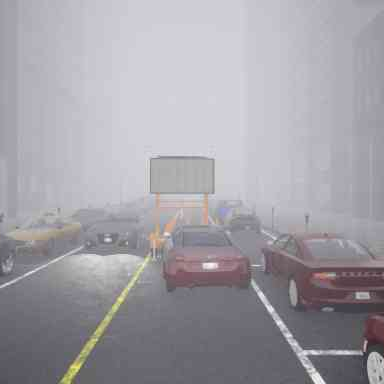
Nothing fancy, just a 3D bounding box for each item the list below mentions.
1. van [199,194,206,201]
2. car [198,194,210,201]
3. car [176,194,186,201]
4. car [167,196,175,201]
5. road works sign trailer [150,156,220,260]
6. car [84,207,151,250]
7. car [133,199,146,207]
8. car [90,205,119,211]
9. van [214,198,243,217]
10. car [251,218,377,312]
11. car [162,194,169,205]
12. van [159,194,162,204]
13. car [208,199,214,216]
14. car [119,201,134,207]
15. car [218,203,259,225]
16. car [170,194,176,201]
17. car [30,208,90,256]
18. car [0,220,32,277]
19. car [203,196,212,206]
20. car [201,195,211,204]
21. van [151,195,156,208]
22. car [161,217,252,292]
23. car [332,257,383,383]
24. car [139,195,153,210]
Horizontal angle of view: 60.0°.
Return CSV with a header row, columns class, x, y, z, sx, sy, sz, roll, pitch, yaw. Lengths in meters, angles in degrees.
class,x,y,z,sx,sy,sz,roll,pitch,yaw
van,2.864,1.437,92.164,1.690,1.788,3.998,0,0,0
car,2.832,1.362,63.983,2.192,1.841,5.009,0,0,0
car,-2.908,1.639,81.304,1.994,1.385,4.181,0,0,0
car,-5.660,1.662,92.161,1.947,1.339,4.313,0,0,0
road works sign trailer,-0.377,0.466,12.465,2.380,3.560,2.880,0,0,-5
car,-3.085,1.566,14.159,1.994,1.385,4.181,0,0,0
car,-5.730,1.576,30.159,1.947,1.339,4.313,0,0,0
car,-5.743,1.570,18.885,1.947,1.339,4.313,0,0,0
van,2.788,1.348,24.529,1.690,1.788,3.998,0,0,0
car,2.770,1.545,7.621,1.887,1.381,4.507,0,0,0
car,-5.699,1.354,58.341,2.192,1.841,5.009,0,0,0
van,-5.712,1.367,47.069,1.690,1.788,3.998,0,0,0
car,2.795,1.561,30.166,2.008,1.369,4.403,0,0,0
car,-5.736,1.588,24.523,1.802,1.307,4.206,0,0,0
car,2.782,1.554,18.893,2.008,1.369,4.403,0,0,0
car,-5.673,1.619,80.888,1.887,1.381,4.507,0,0,0
car,-5.749,1.527,13.079,1.752,1.417,4.829,0,0,0
car,-5.755,1.566,7.613,1.947,1.339,4.313,0,0,0
car,2.808,1.571,41.438,2.008,1.369,4.403,0,0,0
car,2.820,1.577,52.710,1.887,1.381,4.507,0,0,0
van,-5.718,1.361,41.432,1.690,1.788,3.998,0,0,0
car,0.199,1.566,9.014,1.994,1.385,4.181,0,-1,-5
car,2.763,1.545,1.984,1.887,1.381,4.507,0,0,0
car,-5.724,1.455,35.796,1.967,1.590,4.097,0,0,0
